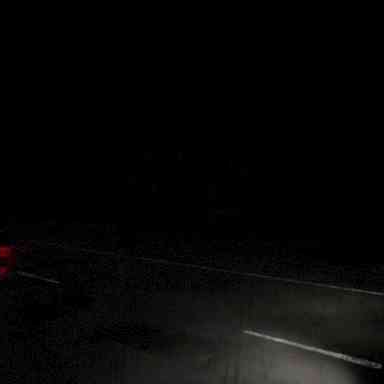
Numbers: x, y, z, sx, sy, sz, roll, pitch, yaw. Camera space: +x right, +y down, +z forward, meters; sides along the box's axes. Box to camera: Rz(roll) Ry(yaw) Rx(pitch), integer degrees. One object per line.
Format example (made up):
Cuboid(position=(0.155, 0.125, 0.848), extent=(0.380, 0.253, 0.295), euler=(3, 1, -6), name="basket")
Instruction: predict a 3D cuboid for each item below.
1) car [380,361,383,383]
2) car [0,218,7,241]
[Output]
Cuboid(position=(3.494, 1.510, 1.500), extent=(4.674, 1.442, 1.812), euler=(0, 0, 36), name="car")
Cuboid(position=(-10.881, 1.641, 16.247), extent=(4.892, 1.490, 1.837), euler=(-1, 0, 37), name="car")
